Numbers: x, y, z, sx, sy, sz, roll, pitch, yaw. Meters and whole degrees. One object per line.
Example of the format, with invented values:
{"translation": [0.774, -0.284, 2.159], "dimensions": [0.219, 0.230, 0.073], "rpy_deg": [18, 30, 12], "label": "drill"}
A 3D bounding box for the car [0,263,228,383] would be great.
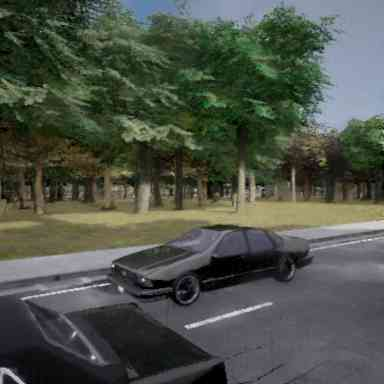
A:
{"translation": [-2.110, 1.602, 2.163], "dimensions": [4.718, 1.301, 1.895], "rpy_deg": [0, 0, -35], "label": "car"}

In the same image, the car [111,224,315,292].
{"translation": [0.755, 1.538, 8.162], "dimensions": [5.357, 1.411, 2.033], "rpy_deg": [0, 0, -35], "label": "car"}
